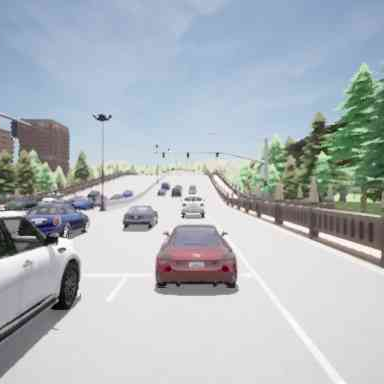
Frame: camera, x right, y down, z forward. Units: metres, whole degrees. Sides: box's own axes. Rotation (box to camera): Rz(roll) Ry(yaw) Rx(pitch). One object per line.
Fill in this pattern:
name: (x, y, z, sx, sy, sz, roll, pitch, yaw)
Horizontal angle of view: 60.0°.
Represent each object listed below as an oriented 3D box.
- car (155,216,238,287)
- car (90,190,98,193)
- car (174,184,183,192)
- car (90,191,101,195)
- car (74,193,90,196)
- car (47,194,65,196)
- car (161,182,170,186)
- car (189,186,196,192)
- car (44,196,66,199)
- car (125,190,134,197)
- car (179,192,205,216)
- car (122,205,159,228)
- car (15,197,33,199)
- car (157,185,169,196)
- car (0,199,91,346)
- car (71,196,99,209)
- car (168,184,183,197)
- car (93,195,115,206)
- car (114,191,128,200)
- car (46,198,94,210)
car: (0.099, 1.592, 9.419, 1.994, 1.385, 4.181, 0, 0, 0)
car: (-20.926, 0.386, 71.272, 1.882, 1.535, 5.008, 0, 5, 0)
car: (-3.358, -1.144, 83.477, 1.837, 1.490, 4.892, 0, 7, 0)
car: (-17.470, 1.195, 63.238, 1.895, 1.301, 4.718, 0, 4, 0)
car: (-20.983, 1.287, 60.928, 2.033, 1.411, 5.357, 0, 3, 0)
car: (-21.018, 1.323, 50.821, 2.150, 2.045, 5.566, 0, 1, 1)
car: (-6.844, -1.624, 86.002, 2.150, 2.045, 5.566, 0, 7, 0)
car: (0.087, 0.191, 73.442, 2.128, 1.511, 4.902, 0, 7, 0)
car: (-17.558, 1.612, 44.162, 2.128, 1.511, 4.902, 0, 0, 0)
car: (-13.919, 0.258, 72.422, 1.882, 1.535, 5.008, 0, 5, 0)
car: (0.099, 1.315, 32.411, 2.150, 2.045, 5.566, 0, 0, 0)
car: (-3.401, 1.613, 22.620, 2.033, 1.411, 5.357, 0, 0, 0)
car: (-21.132, 1.470, 41.255, 2.097, 1.767, 4.553, 0, 0, 2)
car: (-6.901, -0.029, 75.648, 2.033, 1.411, 5.357, 0, 7, 0)
car: (-3.391, 1.235, 4.659, 2.150, 2.045, 5.566, 0, 0, 0)
car: (-14.068, 1.596, 43.110, 1.882, 1.535, 5.008, 0, 0, 0)
car: (-3.416, -0.070, 73.041, 2.150, 2.045, 5.566, 0, 7, 0)
car: (-14.024, 1.600, 52.417, 1.812, 1.442, 4.674, 0, 1, 0)
car: (-13.975, 1.132, 62.289, 1.882, 1.535, 5.008, 0, 4, 0)
car: (-6.901, 1.402, 17.148, 2.097, 1.767, 4.553, 0, 0, 0)
